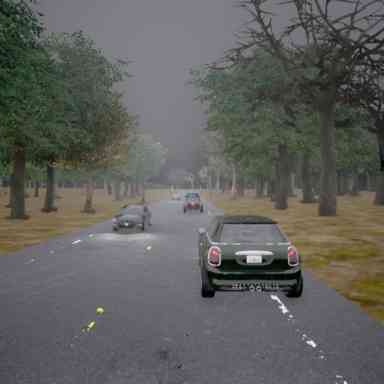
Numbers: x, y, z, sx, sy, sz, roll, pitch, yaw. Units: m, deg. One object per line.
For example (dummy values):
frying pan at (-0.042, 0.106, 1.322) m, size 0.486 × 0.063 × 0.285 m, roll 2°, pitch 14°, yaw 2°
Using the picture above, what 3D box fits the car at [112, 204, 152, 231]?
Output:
car at (-3.566, 1.509, 20.549) m, size 1.837 × 1.490 × 4.892 m, roll 0°, pitch 0°, yaw 0°

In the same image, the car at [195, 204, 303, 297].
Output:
car at (1.239, 1.356, 8.726) m, size 2.097 × 1.767 × 4.553 m, roll 0°, pitch 0°, yaw 0°

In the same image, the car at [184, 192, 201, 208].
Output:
car at (0.109, 1.099, 46.849) m, size 2.150 × 2.045 × 5.566 m, roll 0°, pitch 0°, yaw 1°

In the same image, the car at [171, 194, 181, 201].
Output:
car at (-3.380, 1.192, 70.329) m, size 1.812 × 1.442 × 4.674 m, roll 0°, pitch 1°, yaw 0°

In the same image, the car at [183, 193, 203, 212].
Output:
car at (0.140, 1.298, 37.196) m, size 2.097 × 1.767 × 4.553 m, roll 0°, pitch 0°, yaw 0°
